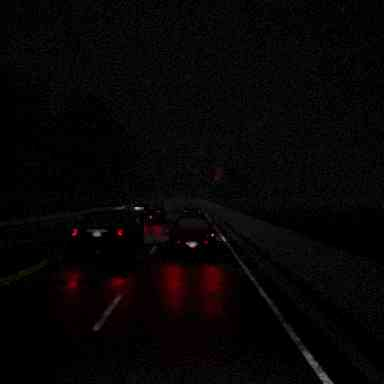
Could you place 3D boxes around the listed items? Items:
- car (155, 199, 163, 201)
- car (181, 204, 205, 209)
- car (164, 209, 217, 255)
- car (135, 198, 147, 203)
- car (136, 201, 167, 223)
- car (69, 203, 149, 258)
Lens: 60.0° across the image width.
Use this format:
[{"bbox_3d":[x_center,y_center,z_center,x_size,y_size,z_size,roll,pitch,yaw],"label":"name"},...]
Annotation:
[{"bbox_3d":[-6.465,2.176,64.562,2.128,1.511,4.902,0,-1,1],"label":"car"},{"bbox_3d":[0.043,1.785,28.519,2.128,1.511,4.902,0,0,0],"label":"car"},{"bbox_3d":[0.033,1.668,13.909,1.812,1.442,4.674,0,0,0],"label":"car"},{"bbox_3d":[-9.711,2.033,64.612,2.097,1.767,4.553,0,-1,1],"label":"car"},{"bbox_3d":[-3.207,1.785,28.519,2.128,1.511,4.902,0,0,0],"label":"car"},{"bbox_3d":[-3.220,1.489,13.439,2.097,1.767,4.553,0,-1,0],"label":"car"}]
